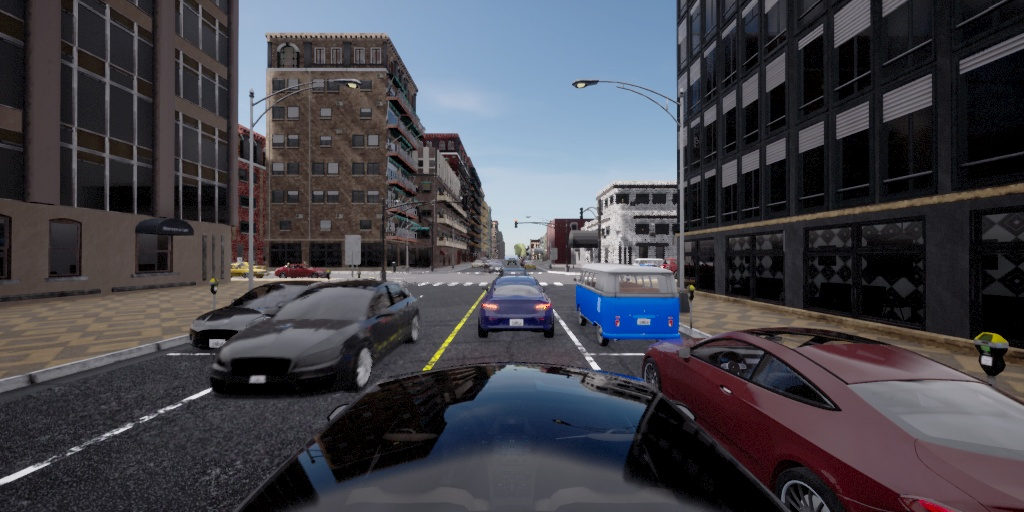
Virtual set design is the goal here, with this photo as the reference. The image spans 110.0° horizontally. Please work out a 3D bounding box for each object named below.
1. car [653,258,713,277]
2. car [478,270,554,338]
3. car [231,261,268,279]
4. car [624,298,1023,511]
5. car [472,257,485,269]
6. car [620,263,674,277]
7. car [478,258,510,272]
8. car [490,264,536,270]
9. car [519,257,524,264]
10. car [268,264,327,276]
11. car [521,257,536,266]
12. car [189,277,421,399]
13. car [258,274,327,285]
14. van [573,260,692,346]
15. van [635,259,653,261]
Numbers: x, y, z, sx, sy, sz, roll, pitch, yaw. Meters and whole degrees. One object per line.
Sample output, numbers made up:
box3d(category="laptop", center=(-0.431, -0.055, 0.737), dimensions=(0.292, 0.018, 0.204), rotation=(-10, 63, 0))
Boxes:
box3d(category="car", center=(14.927, 1.108, 29.963), dimensions=(5.009, 1.841, 2.192), rotation=(0, 0, 0))
box3d(category="car", center=(0.103, 1.277, 10.082), dimensions=(1.812, 1.442, 4.674), rotation=(0, 0, 0))
box3d(category="car", center=(-22.952, 1.216, 29.882), dimensions=(4.829, 1.417, 1.751), rotation=(0, 0, 0))
box3d(category="car", center=(2.658, 1.332, 3.392), dimensions=(1.802, 1.307, 4.207), rotation=(0, 0, 0))
box3d(category="car", center=(-5.676, 1.318, 59.238), dimensions=(1.751, 1.417, 4.829), rotation=(0, 0, 0))
box3d(category="car", center=(13.412, 1.418, 35.773), dimensions=(4.718, 1.301, 1.895), rotation=(0, 0, 1))
box3d(category="car", center=(-2.107, 1.278, 40.739), dimensions=(2.128, 1.511, 4.902), rotation=(0, 0, -15))
box3d(category="car", center=(0.097, 1.318, 18.534), dimensions=(1.994, 1.385, 4.181), rotation=(0, 0, 0))
box3d(category="car", center=(2.707, 1.382, 64.946), dimensions=(1.802, 1.307, 4.207), rotation=(0, 0, 0))
box3d(category="car", center=(-17.460, 1.284, 29.894), dimensions=(4.207, 1.307, 1.802), rotation=(0, 0, 0))
box3d(category="car", center=(2.704, 1.311, 54.038), dimensions=(1.751, 1.417, 4.829), rotation=(0, 0, 0))
box3d(category="car", center=(-3.098, 1.255, 6.798), dimensions=(1.837, 1.490, 4.892), rotation=(0, 0, 0))
box3d(category="car", center=(-5.688, 1.317, 9.109), dimensions=(1.948, 1.339, 4.313), rotation=(0, 0, 0))
box3d(category="van", center=(2.659, 1.092, 9.082), dimensions=(1.690, 1.789, 3.998), rotation=(0, 0, 0))
box3d(category="van", center=(14.906, 1.175, 38.343), dimensions=(3.998, 1.789, 1.690), rotation=(0, 0, 0))
